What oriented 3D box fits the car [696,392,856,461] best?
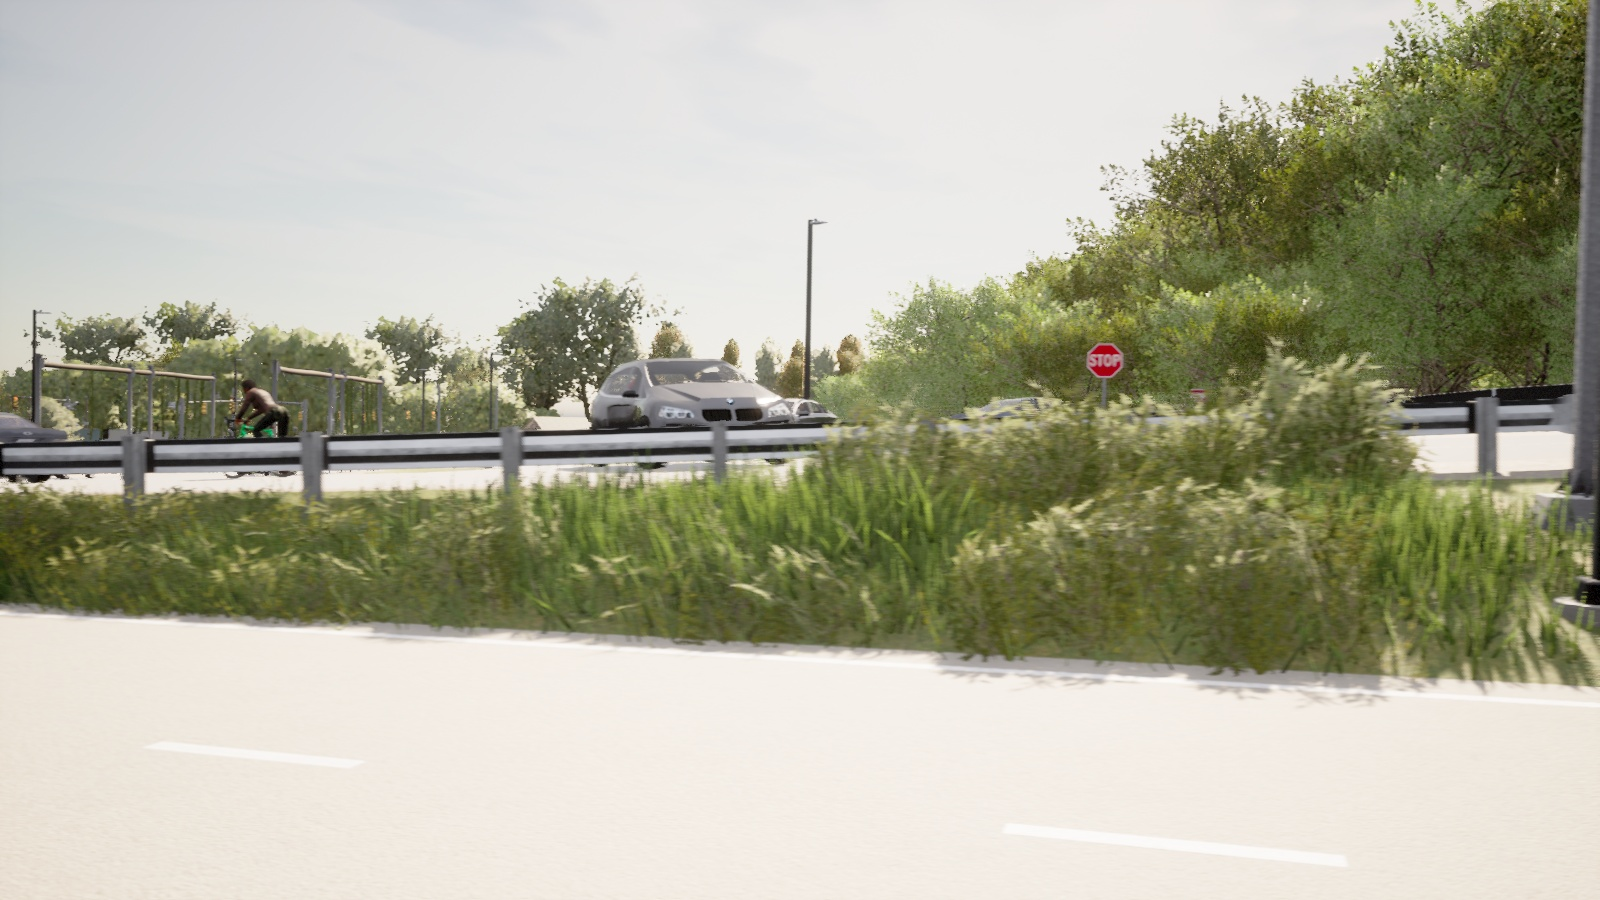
[{"bbox_3d":[-0.478,-0.565,31.218,2.128,1.511,4.902,-2,0,22],"label":"car"}]

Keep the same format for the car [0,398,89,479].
[{"bbox_3d":[-15.991,-0.154,23.857,5.357,1.411,2.033,-1,-1,32],"label":"car"}]

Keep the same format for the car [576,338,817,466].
[{"bbox_3d":[-1.718,-0.668,18.927,2.242,1.667,4.611,-2,1,-23],"label":"car"}]

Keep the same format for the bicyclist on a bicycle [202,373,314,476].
[{"bbox_3d":[-8.828,-0.401,20.471,1.656,1.620,0.582,-1,0,17],"label":"bicyclist on a bicycle"}]
